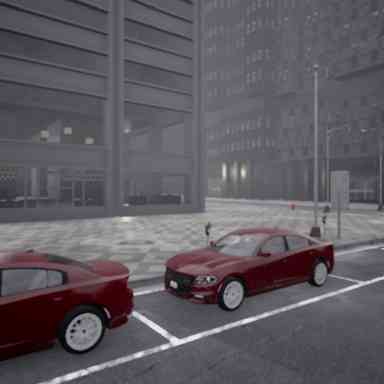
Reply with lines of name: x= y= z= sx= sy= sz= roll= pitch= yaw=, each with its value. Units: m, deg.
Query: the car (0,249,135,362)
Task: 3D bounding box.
car: x=-3.016 y=1.544 z=4.512 sx=4.507 sy=1.381 sz=1.887 roll=0 pitch=0 yaw=-36

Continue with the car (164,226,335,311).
car: x=1.480 y=1.536 z=7.724 sx=4.507 sy=1.381 sz=1.887 roll=0 pitch=0 yaw=-36
